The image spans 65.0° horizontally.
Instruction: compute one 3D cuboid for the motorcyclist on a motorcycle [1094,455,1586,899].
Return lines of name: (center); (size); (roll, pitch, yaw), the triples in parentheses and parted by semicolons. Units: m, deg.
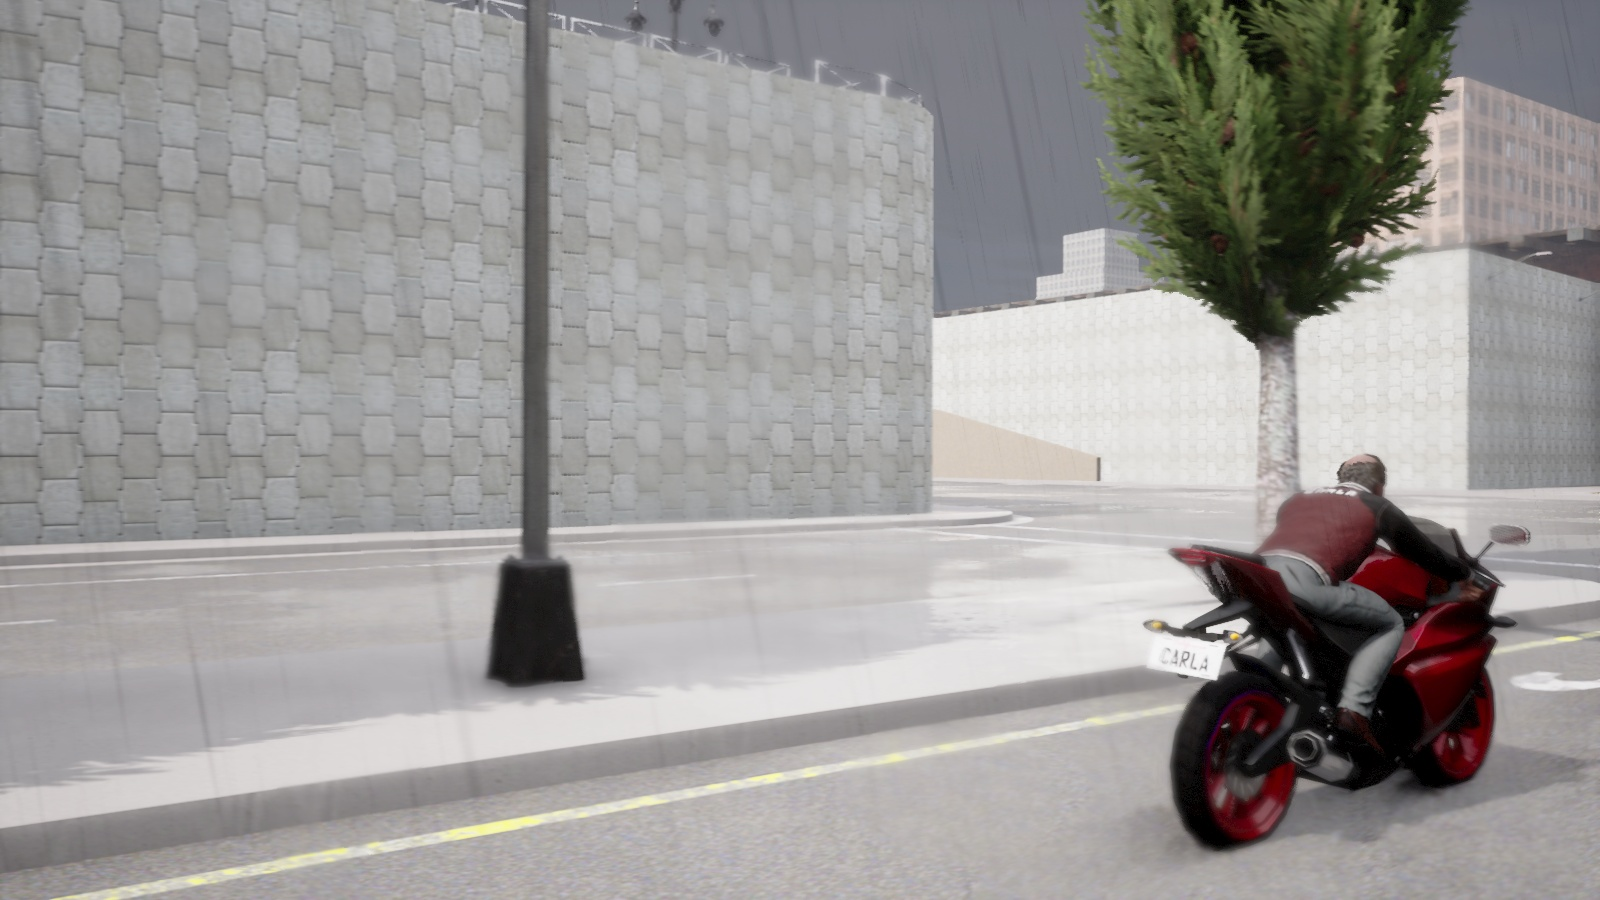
motorcyclist on a motorcycle: (2.320, 0.788, 5.273); (2.191, 1.530, 0.866); (0, 0, -35)
